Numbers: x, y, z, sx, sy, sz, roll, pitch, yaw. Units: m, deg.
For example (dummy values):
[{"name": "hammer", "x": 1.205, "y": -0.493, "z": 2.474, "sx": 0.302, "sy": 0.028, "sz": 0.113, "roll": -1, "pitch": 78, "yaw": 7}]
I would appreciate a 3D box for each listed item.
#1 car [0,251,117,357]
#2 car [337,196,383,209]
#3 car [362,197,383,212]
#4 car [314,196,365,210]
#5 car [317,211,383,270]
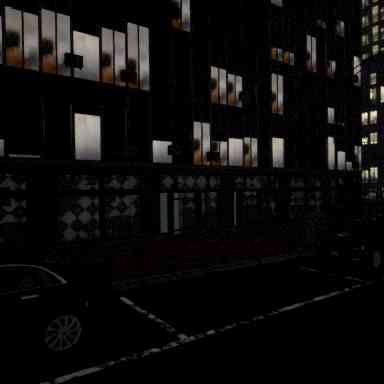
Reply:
[{"name": "car", "x": -3.210, "y": 1.551, "z": 4.413, "sx": 4.403, "sy": 1.369, "sz": 2.008, "roll": 0, "pitch": -1, "yaw": -36}, {"name": "car", "x": 20.550, "y": 1.274, "z": 40.850, "sx": 1.752, "sy": 1.417, "sz": 4.829, "roll": -1, "pitch": 1, "yaw": -35}, {"name": "car", "x": 18.052, "y": 1.442, "z": 34.343, "sx": 1.994, "sy": 1.385, "sz": 4.181, "roll": -1, "pitch": 1, "yaw": -35}, {"name": "car", "x": 17.798, "y": 1.329, "z": 40.327, "sx": 2.033, "sy": 1.411, "sz": 5.357, "roll": -1, "pitch": 1, "yaw": -35}, {"name": "car", "x": 5.964, "y": 1.542, "z": 10.992, "sx": 4.507, "sy": 1.381, "sz": 1.887, "roll": 0, "pitch": -1, "yaw": -36}]
